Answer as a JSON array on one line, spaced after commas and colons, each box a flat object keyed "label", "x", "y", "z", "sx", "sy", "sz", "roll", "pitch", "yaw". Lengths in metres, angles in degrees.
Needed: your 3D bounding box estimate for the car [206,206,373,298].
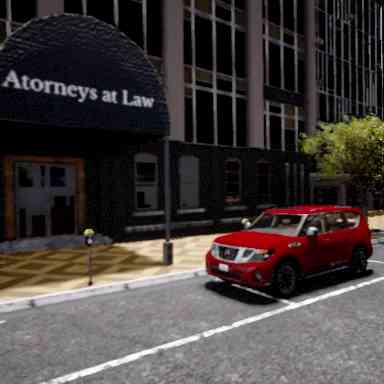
[{"label": "car", "x": 2.733, "y": 1.314, "z": 8.665, "sx": 5.009, "sy": 1.841, "sz": 2.192, "roll": 0, "pitch": -1, "yaw": -36}]
